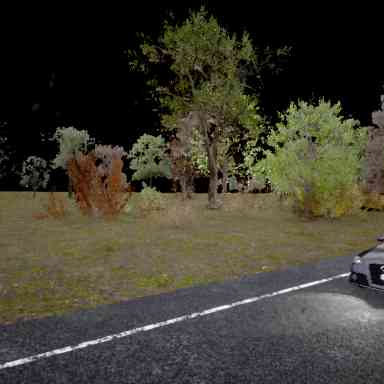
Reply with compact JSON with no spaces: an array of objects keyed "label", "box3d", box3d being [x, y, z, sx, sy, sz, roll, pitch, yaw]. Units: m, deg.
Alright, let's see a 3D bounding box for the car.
[{"label":"car","box3d":[5.603,1.568,7.910,4.181,1.385,1.994,0,0,-36]}]
